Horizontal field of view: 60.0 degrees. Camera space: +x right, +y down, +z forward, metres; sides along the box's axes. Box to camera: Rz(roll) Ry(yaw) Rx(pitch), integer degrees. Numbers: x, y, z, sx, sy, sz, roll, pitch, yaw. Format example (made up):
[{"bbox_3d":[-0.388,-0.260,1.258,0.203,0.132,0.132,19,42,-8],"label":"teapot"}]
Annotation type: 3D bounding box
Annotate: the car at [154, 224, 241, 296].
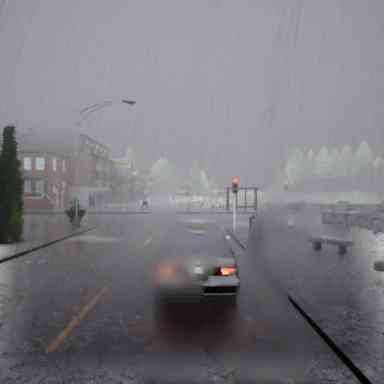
[{"bbox_3d":[0.101,1.554,8.808,2.033,1.411,5.357,0,0,0],"label":"car"}]
